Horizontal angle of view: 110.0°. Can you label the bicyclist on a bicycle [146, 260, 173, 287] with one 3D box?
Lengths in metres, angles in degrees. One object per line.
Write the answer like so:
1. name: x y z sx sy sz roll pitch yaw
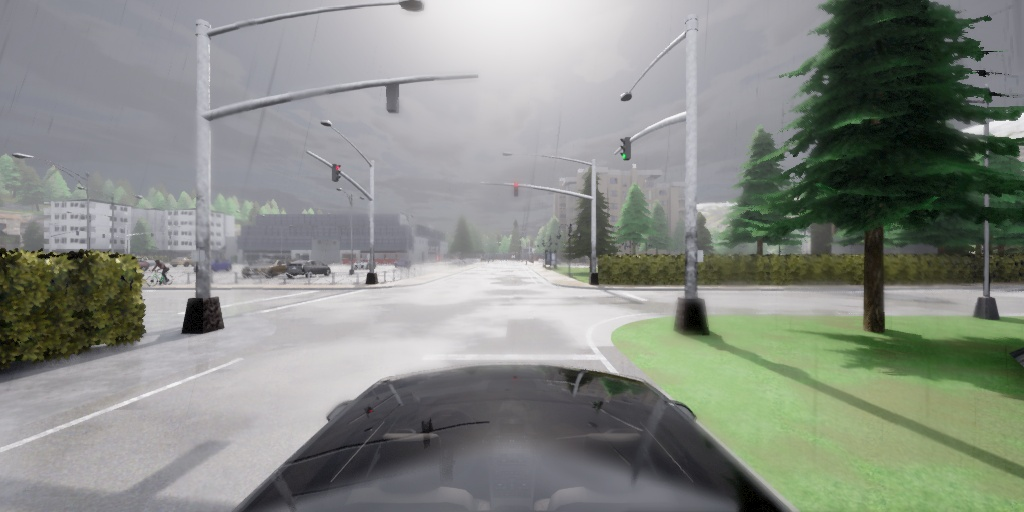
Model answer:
1. bicyclist on a bicycle: -21.760 1.051 22.163 0.582 1.620 1.656 0 0 1
